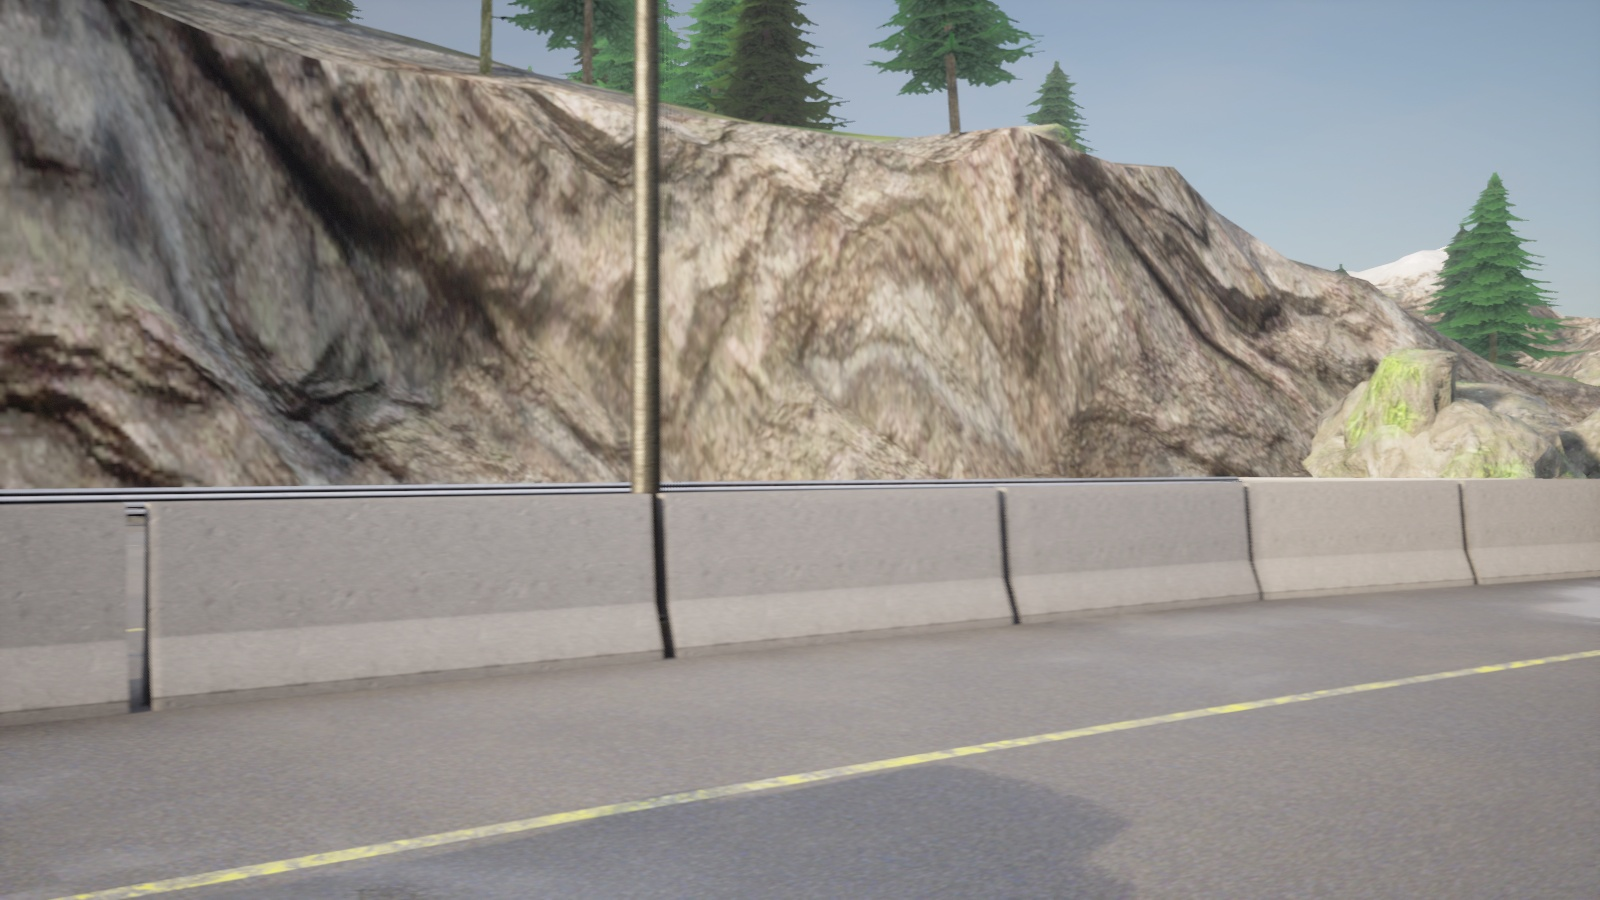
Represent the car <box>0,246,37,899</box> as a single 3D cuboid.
[{"bbox_3d":[-3.498,0.612,1.224,4.553,1.767,2.097,0,0,-36],"label":"car"}]
